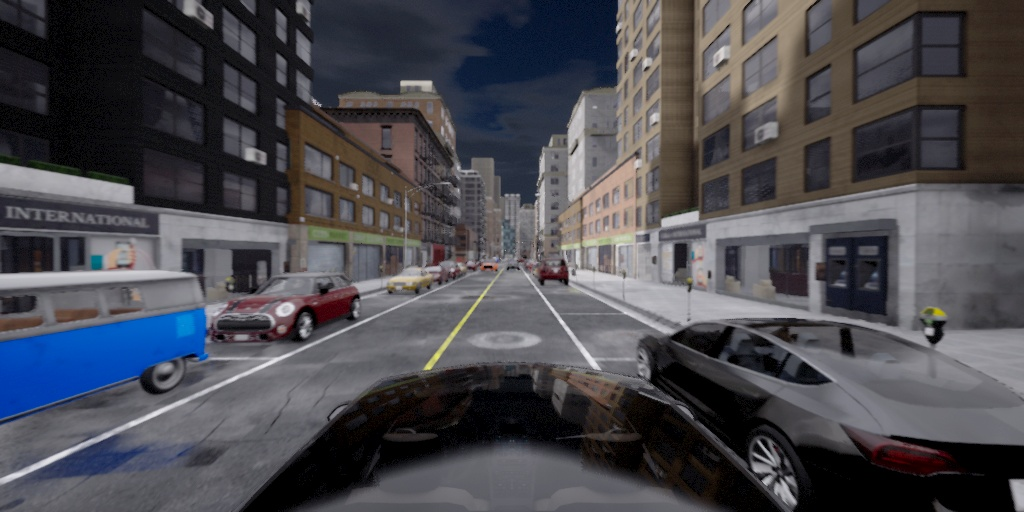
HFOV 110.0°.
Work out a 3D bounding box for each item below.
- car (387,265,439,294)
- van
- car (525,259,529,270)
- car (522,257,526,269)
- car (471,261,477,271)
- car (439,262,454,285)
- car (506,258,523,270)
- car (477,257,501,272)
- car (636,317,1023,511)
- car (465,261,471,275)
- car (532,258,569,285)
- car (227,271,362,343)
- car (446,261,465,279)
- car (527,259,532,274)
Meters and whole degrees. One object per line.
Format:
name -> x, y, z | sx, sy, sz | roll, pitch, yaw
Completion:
car -> -5.647, 1.270, 20.331 | 1.751, 1.417, 4.829 | 0, 0, 0
van -> -5.669, 1.083, 4.012 | 1.690, 1.789, 3.998 | 0, 0, 0
car -> 2.909, 1.328, 42.476 | 1.888, 1.381, 4.507 | 0, 0, 0
car -> 2.924, 1.246, 53.470 | 1.967, 1.591, 4.097 | 0, 0, 0
car -> -5.609, 1.329, 47.985 | 1.888, 1.381, 4.507 | 0, 0, 0
car -> -5.639, 1.331, 25.998 | 1.802, 1.307, 4.207 | 0, 0, 0
car -> 0.168, 1.350, 53.610 | 2.033, 1.411, 5.357 | 0, 0, 0
car -> -2.953, 1.136, 47.144 | 2.097, 1.767, 4.553 | 0, 0, 0
car -> 2.857, 1.318, 4.000 | 1.948, 1.339, 4.313 | 0, 0, 0
car -> -5.624, 1.289, 36.821 | 1.751, 1.417, 4.829 | 0, 0, 0
car -> 2.887, 1.074, 25.987 | 2.192, 1.841, 5.009 | 0, 0, 0
car -> -5.661, 1.181, 9.509 | 1.967, 1.591, 4.097 | 0, 0, 0
car -> -5.632, 1.195, 31.495 | 1.967, 1.591, 4.097 | 0, 0, 0
car -> 2.902, 1.324, 36.979 | 2.007, 1.370, 4.403 | 0, 0, 0
